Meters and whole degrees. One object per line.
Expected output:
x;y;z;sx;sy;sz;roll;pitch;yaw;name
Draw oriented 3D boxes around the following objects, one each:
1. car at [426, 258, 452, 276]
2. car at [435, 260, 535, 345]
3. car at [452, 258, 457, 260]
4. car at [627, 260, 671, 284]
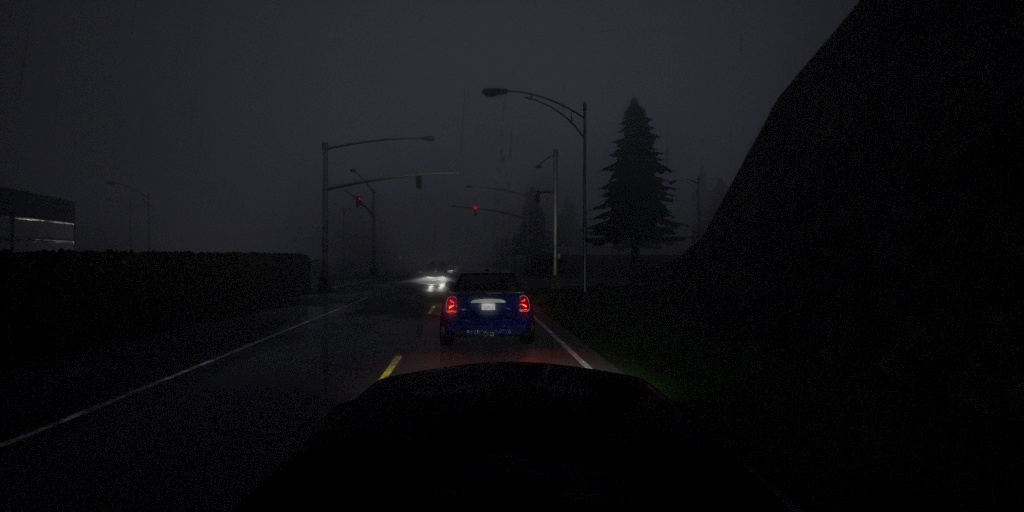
-7.655;1.241;36.998;2.128;1.511;4.902;0;0;-7;car
-0.737;1.102;9.753;2.097;1.767;4.553;0;0;-6;car
-9.357;1.314;51.395;1.994;1.385;4.181;0;0;-7;car
11.127;1.102;26.813;4.553;1.767;2.097;0;0;-7;car
